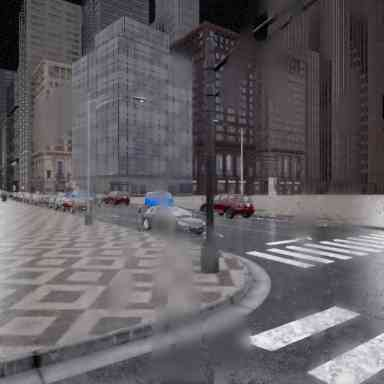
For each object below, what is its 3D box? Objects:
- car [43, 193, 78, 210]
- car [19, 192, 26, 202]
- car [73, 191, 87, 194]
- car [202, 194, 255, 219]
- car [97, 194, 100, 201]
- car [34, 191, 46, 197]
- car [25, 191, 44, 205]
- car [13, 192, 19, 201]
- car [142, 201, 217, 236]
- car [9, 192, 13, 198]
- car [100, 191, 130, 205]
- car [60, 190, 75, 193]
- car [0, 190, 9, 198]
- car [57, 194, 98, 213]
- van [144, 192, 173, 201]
[{"bbox_3d":[-13.715,1.074,34.754,2.008,1.369,4.403,1,0,-36],"label":"car"},{"bbox_3d":[-23.229,0.874,48.086,2.008,1.369,4.403,1,0,-36],"label":"car"},{"bbox_3d":[-16.159,0.967,48.414,1.895,1.301,4.718,0,1,-36],"label":"car"},{"bbox_3d":[2.748,1.050,26.367,2.192,1.841,5.009,1,0,-36],"label":"car"},{"bbox_3d":[-13.114,0.934,48.589,2.008,1.369,4.403,1,0,-36],"label":"car"},{"bbox_3d":[-38.487,0.495,84.139,1.887,1.381,4.507,0,0,-36],"label":"car"},{"bbox_3d":[-20.058,0.939,43.642,2.008,1.369,4.403,1,0,-36],"label":"car"},{"bbox_3d":[-26.399,0.702,52.529,1.967,1.590,4.097,1,0,-36],"label":"car"},{"bbox_3d":[-1.031,1.367,16.981,2.008,1.369,4.403,1,0,-36],"label":"car"},{"bbox_3d":[-29.572,0.747,56.973,1.887,1.381,4.507,1,0,-36],"label":"car"},{"bbox_3d":[-9.939,0.766,44.144,2.192,1.841,5.009,1,0,-36],"label":"car"},{"bbox_3d":[-21.881,0.778,56.432,1.812,1.442,4.674,0,1,-35],"label":"car"},{"bbox_3d":[-39.085,0.610,70.303,1.947,1.339,4.313,1,0,-36],"label":"car"},{"bbox_3d":[-10.544,1.139,30.311,1.887,1.381,4.507,1,0,-36],"label":"car"},{"bbox_3d":[-3.596,0.931,35.255,1.690,1.788,3.998,1,0,-36],"label":"van"}]
